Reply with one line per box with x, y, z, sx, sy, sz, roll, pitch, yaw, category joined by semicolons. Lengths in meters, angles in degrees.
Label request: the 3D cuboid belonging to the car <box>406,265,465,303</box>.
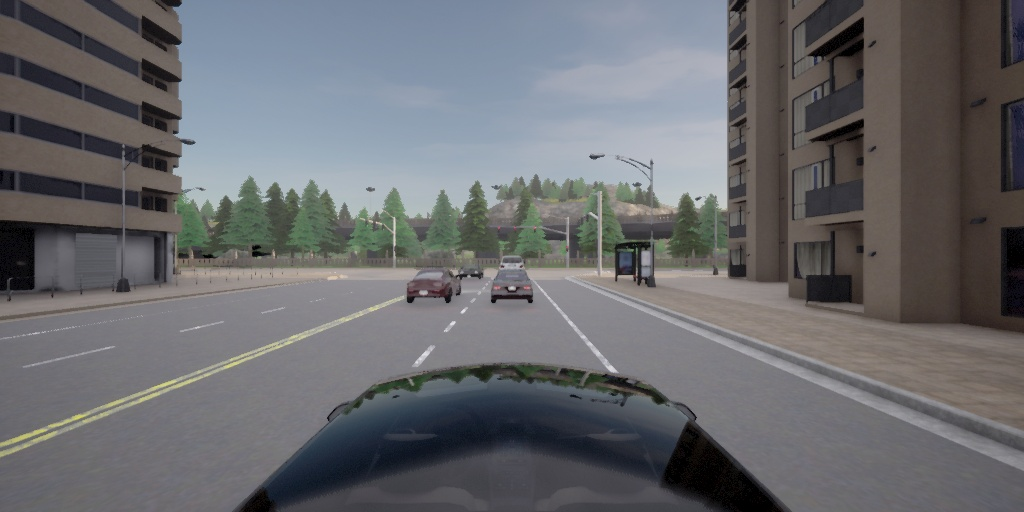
-3.500;1.282;16.500;1.812;1.442;4.674;0;0;0;car

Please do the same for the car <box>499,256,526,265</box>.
0.001;1.004;31.529;2.150;2.045;5.566;0;0;0;car

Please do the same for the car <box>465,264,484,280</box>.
-3.500;1.364;31.530;1.895;1.301;4.718;0;0;0;car

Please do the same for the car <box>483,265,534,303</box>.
0.000;1.312;16.500;2.033;1.411;5.357;0;0;0;car
